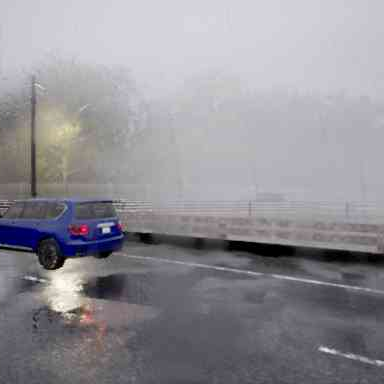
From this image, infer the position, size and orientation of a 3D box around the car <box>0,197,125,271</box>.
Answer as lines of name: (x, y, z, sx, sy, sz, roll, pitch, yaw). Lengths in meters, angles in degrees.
car: (-4.780, 1.185, 10.926, 5.566, 2.045, 2.150, 0, 0, 30)

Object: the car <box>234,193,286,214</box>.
car: (7.092, 1.078, 34.411, 5.566, 2.045, 2.150, 1, 0, -20)

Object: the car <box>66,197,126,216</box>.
car: (-8.481, 1.279, 29.522, 4.902, 1.511, 2.128, 0, 0, -16)
